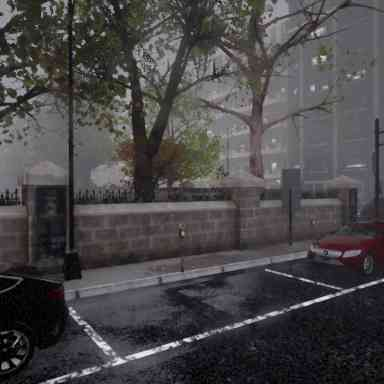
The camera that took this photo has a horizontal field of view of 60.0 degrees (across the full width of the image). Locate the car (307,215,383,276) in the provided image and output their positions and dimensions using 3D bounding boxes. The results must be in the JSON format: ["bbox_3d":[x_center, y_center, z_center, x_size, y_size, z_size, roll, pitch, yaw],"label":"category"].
[{"bbox_3d":[5.356,1.581,10.269,4.206,1.307,1.802,0,0,-35],"label":"car"}]

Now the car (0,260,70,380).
[{"bbox_3d":[-3.723,1.566,3.935,4.313,1.339,1.947,0,0,-35],"label":"car"}]

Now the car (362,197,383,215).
[{"bbox_3d":[14.061,1.222,22.472,2.097,1.767,4.553,0,2,-28],"label":"car"}]
